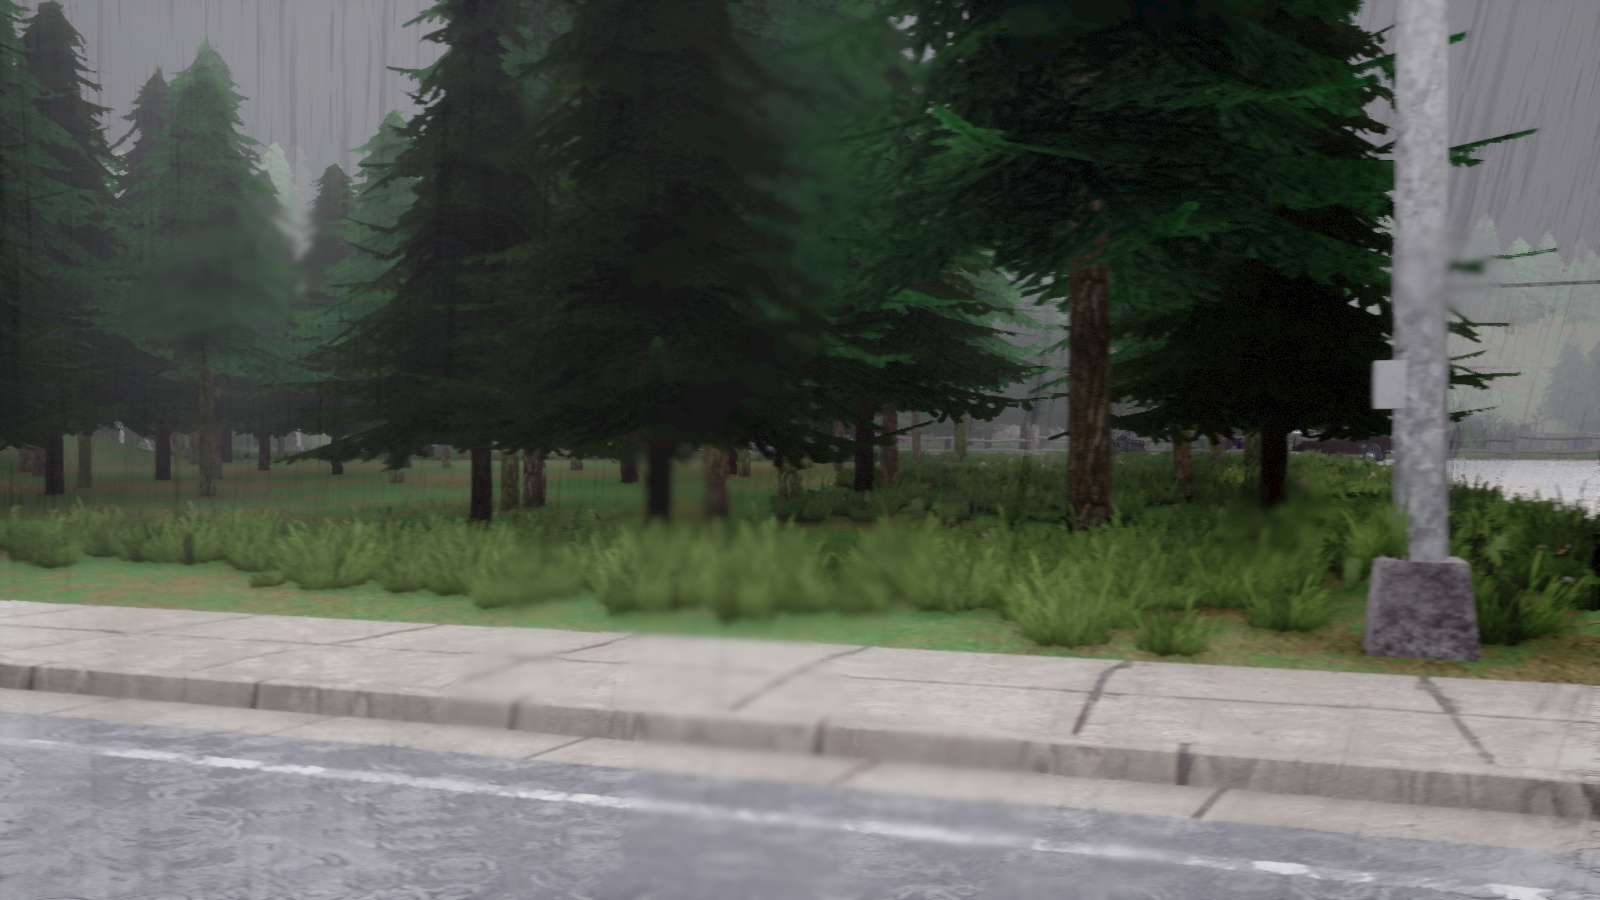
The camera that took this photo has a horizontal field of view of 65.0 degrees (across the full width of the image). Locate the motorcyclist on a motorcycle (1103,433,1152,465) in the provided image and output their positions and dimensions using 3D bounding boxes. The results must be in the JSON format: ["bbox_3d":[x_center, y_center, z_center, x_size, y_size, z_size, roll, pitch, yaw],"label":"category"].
[{"bbox_3d":[15.767,-0.054,60.514,2.191,1.530,0.866,1,1,22],"label":"motorcyclist on a motorcycle"}]

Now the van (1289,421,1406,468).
[{"bbox_3d":[24.462,-0.261,56.151,4.480,2.038,2.069,1,0,35],"label":"van"}]
